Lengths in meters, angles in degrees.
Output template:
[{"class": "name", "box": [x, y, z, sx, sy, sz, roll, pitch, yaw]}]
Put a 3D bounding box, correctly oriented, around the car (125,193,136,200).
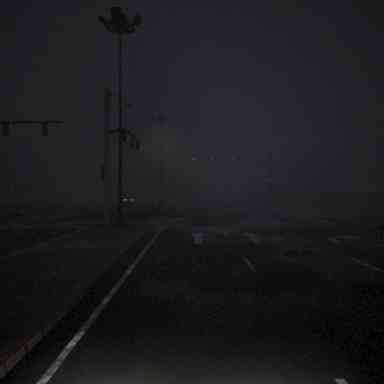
[{"class": "car", "box": [-14.947, 0.924, 80.727, 2.097, 1.767, 4.553, 0, 0, 0]}]
